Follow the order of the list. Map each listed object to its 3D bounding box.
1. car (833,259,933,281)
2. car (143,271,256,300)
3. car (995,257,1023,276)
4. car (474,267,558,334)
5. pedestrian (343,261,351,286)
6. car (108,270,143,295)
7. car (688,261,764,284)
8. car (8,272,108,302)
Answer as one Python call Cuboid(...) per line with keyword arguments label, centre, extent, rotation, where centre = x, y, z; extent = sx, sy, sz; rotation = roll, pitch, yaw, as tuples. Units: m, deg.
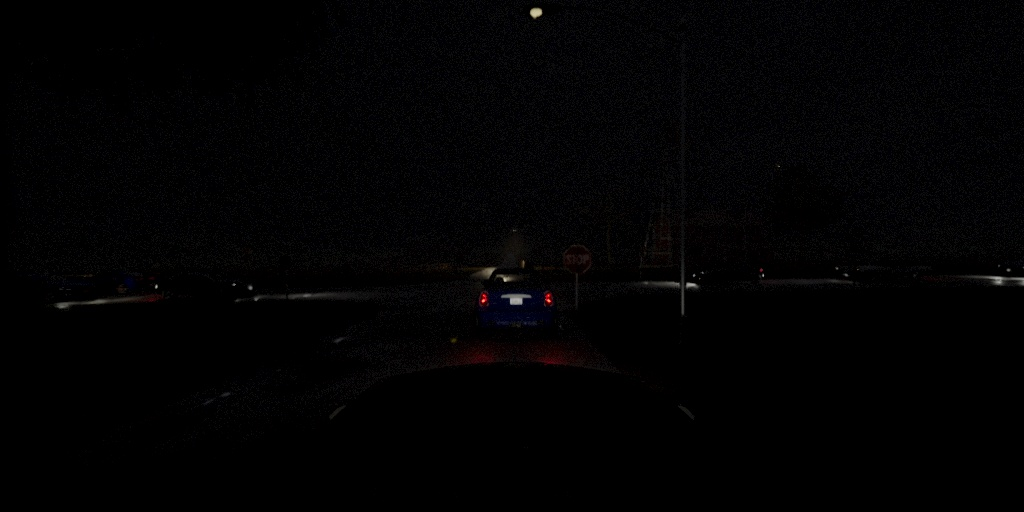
Cuboid(label="car", centre=(23.742, 0.871, 23.102), extent=(4.718, 1.301, 1.895), rotation=(-1, 1, 0))
Cuboid(label="car", centre=(-17.292, 1.604, 20.376), extent=(4.902, 1.511, 2.128), rotation=(-1, 1, 0))
Cuboid(label="car", centre=(34.247, 0.581, 23.029), extent=(4.674, 1.442, 1.812), rotation=(-1, 1, 1))
Cuboid(label="car", centre=(0.103, 1.116, 10.800), extent=(2.097, 1.767, 4.553), rotation=(0, 0, 0))
Cuboid(label="pedestrian", centre=(-12.150, 1.239, 26.318), extent=(0.375, 1.860, 0.375), rotation=(0, 2, 0))
Cuboid(label="car", centre=(-25.867, 1.699, 23.372), extent=(5.008, 1.535, 1.882), rotation=(-1, 1, 0))
Cuboid(label="car", centre=(13.747, 1.034, 23.161), extent=(4.181, 1.385, 1.994), rotation=(-1, 1, 0))
Cuboid(label="car", centre=(-26.764, 1.764, 20.428), extent=(5.008, 1.535, 1.882), rotation=(-1, 1, 1))
